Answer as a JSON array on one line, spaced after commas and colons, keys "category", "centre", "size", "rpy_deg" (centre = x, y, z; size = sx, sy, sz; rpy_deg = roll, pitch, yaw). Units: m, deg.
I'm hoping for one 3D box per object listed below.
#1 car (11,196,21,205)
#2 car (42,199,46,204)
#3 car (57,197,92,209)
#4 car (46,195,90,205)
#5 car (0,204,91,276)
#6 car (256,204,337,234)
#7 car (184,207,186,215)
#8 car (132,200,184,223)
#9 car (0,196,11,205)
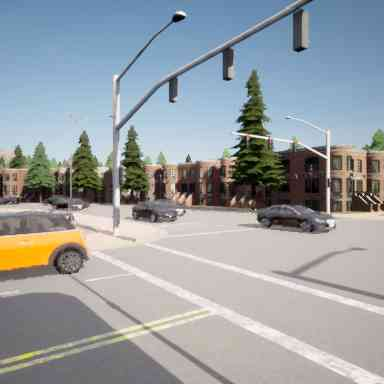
[{"category": "car", "centre": [-32.922, 1.492, 58.961], "size": [4.902, 1.511, 2.128], "rpy_deg": [0, 0, 9]}, {"category": "car", "centre": [-23.239, 1.352, 56.492], "size": [4.553, 1.767, 2.097], "rpy_deg": [0, 0, 21]}, {"category": "car", "centre": [-15.898, 1.477, 44.946], "size": [5.008, 1.535, 1.882], "rpy_deg": [0, 0, 33]}, {"category": "car", "centre": [-14.844, 1.491, 39.838], "size": [4.902, 1.511, 2.128], "rpy_deg": [0, 0, 38]}, {"category": "car", "centre": [-5.190, 1.352, 8.862], "size": [4.553, 1.767, 2.097], "rpy_deg": [0, 0, -37]}, {"category": "car", "centre": [5.972, 1.493, 19.558], "size": [2.128, 1.511, 4.902], "rpy_deg": [0, 0, -35]}, {"category": "car", "centre": [-2.453, 1.491, 31.103], "size": [2.128, 1.511, 4.902], "rpy_deg": [0, 0, -37]}, {"category": "car", "centre": [-2.997, 1.502, 26.011], "size": [1.837, 1.490, 4.892], "rpy_deg": [0, 1, -36]}, {"category": "car", "centre": [-28.922, 1.178, 47.559], "size": [4.674, 1.442, 1.812], "rpy_deg": [0, 0, 16]}]
